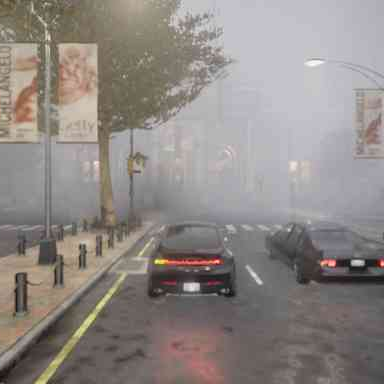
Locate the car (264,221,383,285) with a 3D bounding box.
[{"bbox_3d":[3.487,1.543,9.518,2.033,1.411,5.357,0,0,0],"label":"car"}]

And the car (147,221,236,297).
[{"bbox_3d":[-0.010,1.501,8.551,1.837,1.490,4.892,0,0,0],"label":"car"}]
